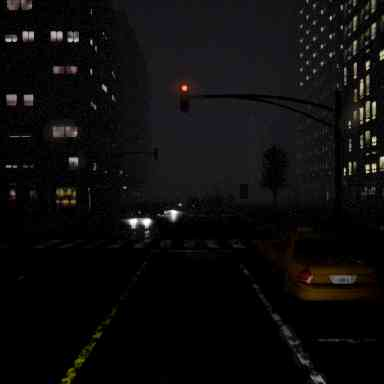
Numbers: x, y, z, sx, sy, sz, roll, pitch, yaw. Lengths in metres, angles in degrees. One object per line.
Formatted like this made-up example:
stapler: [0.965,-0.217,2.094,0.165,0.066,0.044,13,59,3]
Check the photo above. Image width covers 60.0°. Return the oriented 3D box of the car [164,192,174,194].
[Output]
car: [-5.553,1.517,79.187,1.967,1.590,4.097,0,0,0]

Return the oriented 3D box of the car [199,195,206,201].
car: [2.849,1.625,90.395,1.752,1.417,4.829,0,0,0]

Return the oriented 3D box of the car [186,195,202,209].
car: [0.183,1.527,45.732,1.837,1.490,4.892,0,0,0]

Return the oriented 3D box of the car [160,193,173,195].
car: [-5.572,1.497,68.134,1.967,1.590,4.097,0,0,0]

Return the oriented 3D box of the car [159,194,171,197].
car: [-5.582,1.591,62.606,1.887,1.381,4.507,0,0,0]

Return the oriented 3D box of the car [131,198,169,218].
car: [-4.016,1.580,30.638,1.994,1.385,4.181,0,0,15]

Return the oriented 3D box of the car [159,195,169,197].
car: [-5.591,1.588,57.080,2.008,1.369,4.403,0,0,0]

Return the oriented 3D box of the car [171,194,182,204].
car: [-2.903,1.603,67.177,2.033,1.411,5.357,0,0,1]

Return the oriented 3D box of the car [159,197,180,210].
car: [-3.021,1.621,43.625,1.895,1.301,4.718,0,0,0]

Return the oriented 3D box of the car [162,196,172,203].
car: [-5.562,1.648,73.661,1.802,1.307,4.206,0,0,0]

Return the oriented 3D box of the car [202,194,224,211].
car: [2.758,1.332,40.486,2.192,1.841,5.009,0,0,0]

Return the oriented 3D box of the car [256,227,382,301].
car: [2.701,1.526,8.243,1.752,1.417,4.829,0,0,0]

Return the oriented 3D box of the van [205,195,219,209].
van: [2.768,1.364,46.012,1.690,1.788,3.998,0,0,0]

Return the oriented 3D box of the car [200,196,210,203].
car: [2.818,1.611,73.645,1.887,1.381,4.507,0,0,0]

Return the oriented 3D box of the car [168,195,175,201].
car: [-5.532,1.624,90.070,1.752,1.417,4.829,0,0,0]

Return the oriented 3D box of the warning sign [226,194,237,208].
warning sign: [5.151,1.135,43.738,1.300,1.860,1.060,0,0,0]
